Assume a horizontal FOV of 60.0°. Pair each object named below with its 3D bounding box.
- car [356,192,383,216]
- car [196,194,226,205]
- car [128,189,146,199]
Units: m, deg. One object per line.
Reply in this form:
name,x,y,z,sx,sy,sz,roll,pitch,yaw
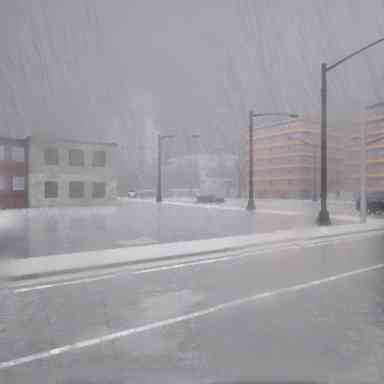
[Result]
car,17.397,1.080,29.204,2.150,2.045,5.566,0,1,-34
car,2.788,1.038,50.573,2.033,1.411,5.357,0,1,-34
car,-12.118,0.389,72.376,2.150,2.045,5.566,0,1,-34
